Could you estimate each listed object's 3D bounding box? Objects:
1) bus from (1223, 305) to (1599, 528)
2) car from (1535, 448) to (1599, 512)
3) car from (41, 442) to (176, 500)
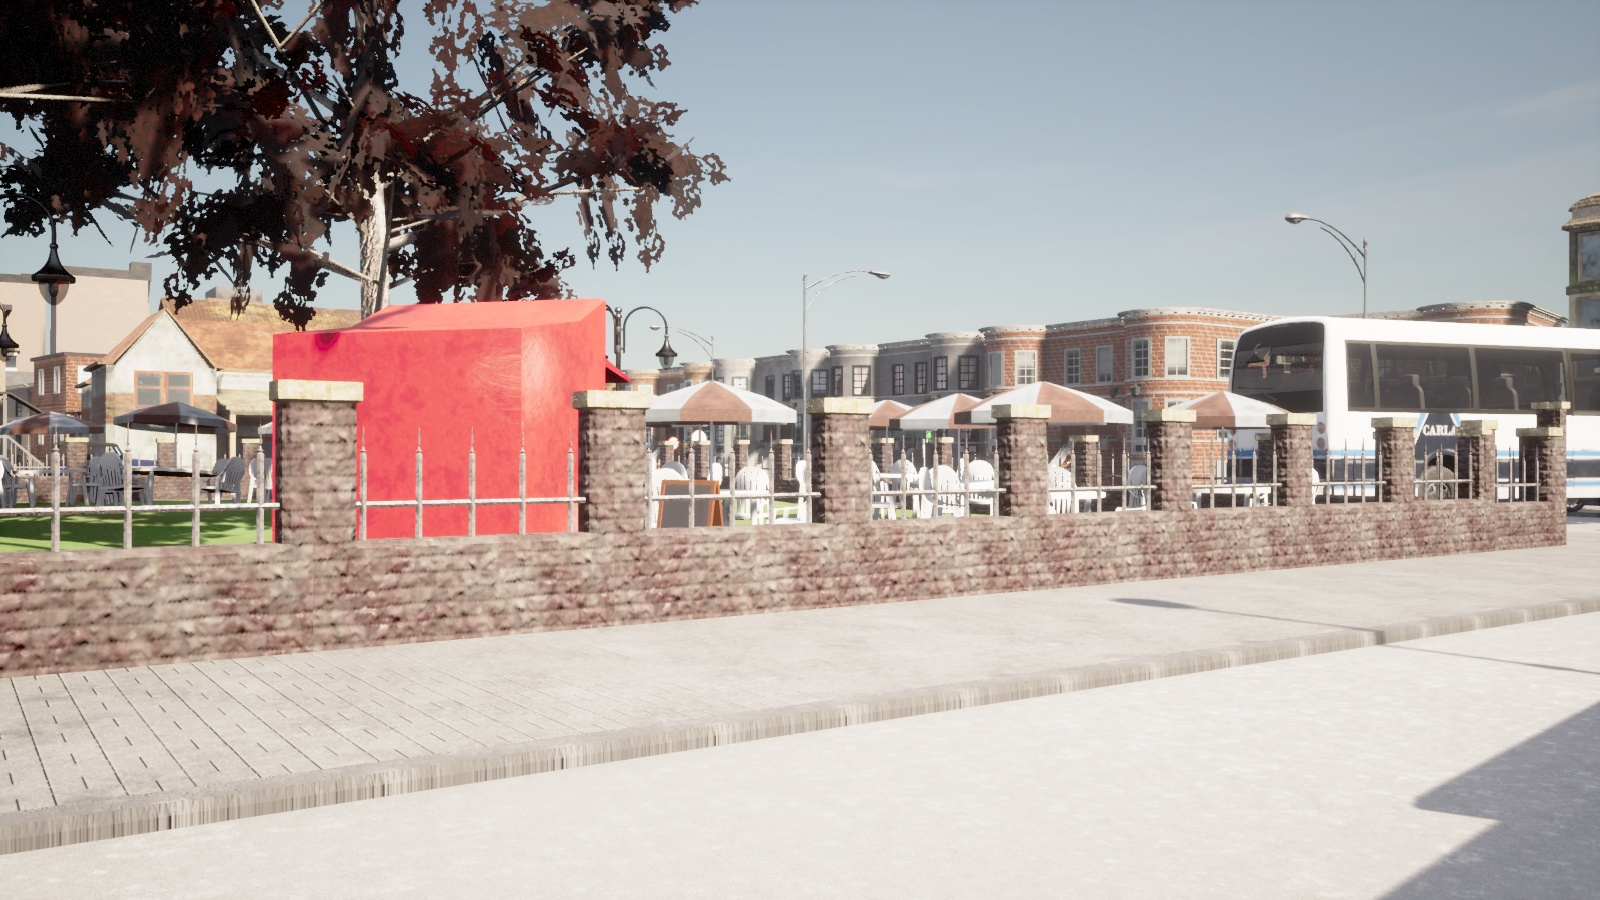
[{"bbox_3d":[14.829,-0.631,27.440,10.273,4.253,3.944,0,0,-19],"label":"bus"},{"bbox_3d":[19.959,0.732,29.236,1.812,1.442,4.674,-2,2,-25],"label":"car"},{"bbox_3d":[-23.642,0.696,42.943,3.866,1.878,1.905,0,0,-35],"label":"car"}]
